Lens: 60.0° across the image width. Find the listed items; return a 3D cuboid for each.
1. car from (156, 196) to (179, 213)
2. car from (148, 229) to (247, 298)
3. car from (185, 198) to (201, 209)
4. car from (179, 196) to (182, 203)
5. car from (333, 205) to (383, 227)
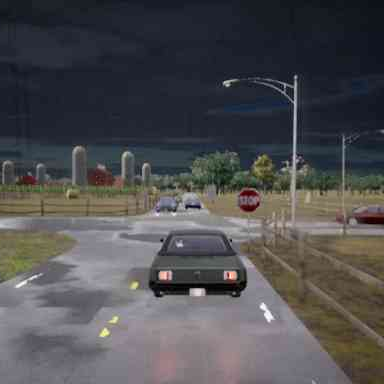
[{"bbox_3d":[-2.700,1.253,35.765,2.097,1.767,4.553,0,0,-2],"label":"car"},{"bbox_3d":[0.108,1.580,8.432,1.895,1.301,4.718,0,0,0],"label":"car"},{"bbox_3d":[0.127,1.438,43.749,1.994,1.385,4.181,0,0,0],"label":"car"},{"bbox_3d":[-2.794,1.460,47.544,1.895,1.301,4.718,0,0,0],"label":"car"},{"bbox_3d":[12.844,1.675,24.058,5.008,1.535,1.882,1,1,1],"label":"car"}]
